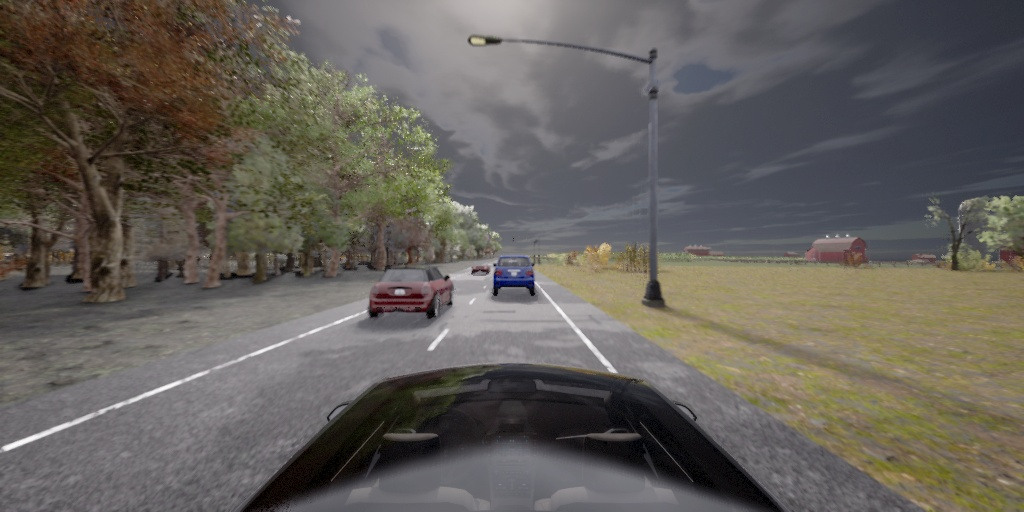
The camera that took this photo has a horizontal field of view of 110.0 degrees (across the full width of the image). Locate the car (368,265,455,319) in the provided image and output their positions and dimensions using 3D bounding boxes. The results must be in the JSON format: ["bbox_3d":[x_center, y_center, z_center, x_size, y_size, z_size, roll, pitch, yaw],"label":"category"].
[{"bbox_3d":[-3.399,1.099,12.999,2.097,1.767,4.553,0,0,0],"label":"car"}]

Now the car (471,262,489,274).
[{"bbox_3d":[-3.396,1.333,40.222,1.895,1.301,4.718,0,0,0],"label":"car"}]

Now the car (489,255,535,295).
[{"bbox_3d":[0.102,0.964,19.945,2.150,2.045,5.566,0,0,0],"label":"car"}]
